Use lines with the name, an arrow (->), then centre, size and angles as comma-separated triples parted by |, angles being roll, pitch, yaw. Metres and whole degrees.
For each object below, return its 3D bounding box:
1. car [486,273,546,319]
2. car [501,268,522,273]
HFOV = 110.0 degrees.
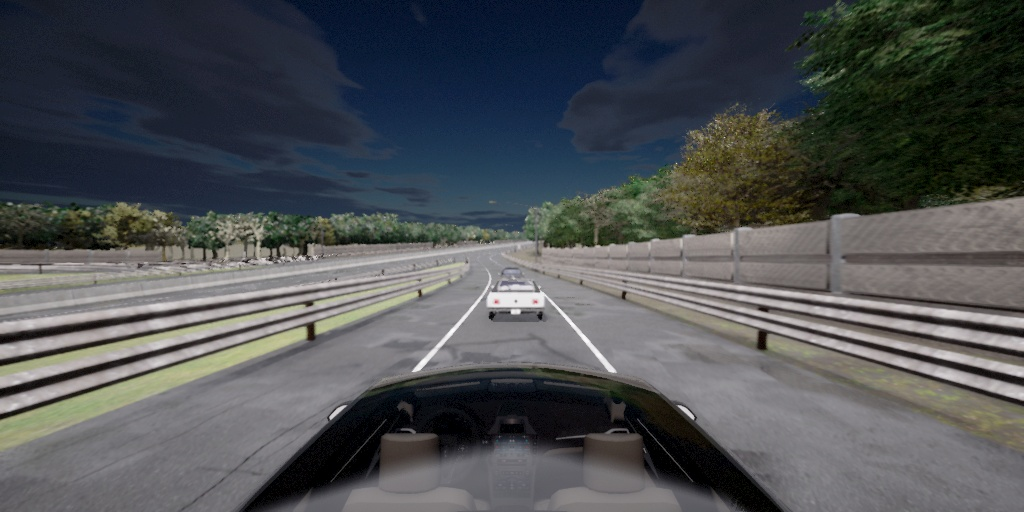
car -> 0.148, 1.482, 13.419 | 1.895, 1.301, 4.718 | 0, -1, 1
car -> -0.035, 1.579, 26.961 | 2.033, 1.411, 5.357 | 0, -1, -1
